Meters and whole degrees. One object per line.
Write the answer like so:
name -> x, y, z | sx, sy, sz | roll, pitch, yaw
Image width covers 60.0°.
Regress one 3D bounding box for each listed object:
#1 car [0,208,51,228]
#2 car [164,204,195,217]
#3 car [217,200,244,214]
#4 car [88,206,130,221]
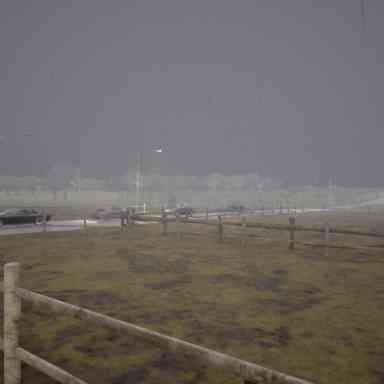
car -> -13.025, 1.844, 24.513 | 1.895, 1.301, 4.718 | 1, -1, 35
car -> -1.544, 2.187, 40.802 | 2.128, 1.511, 4.902 | 1, -1, 35
car -> 5.974, 2.256, 51.361 | 2.150, 2.045, 5.566 | 1, -1, 36
car -> -7.803, 2.003, 31.935 | 1.994, 1.385, 4.181 | 1, -1, 35
